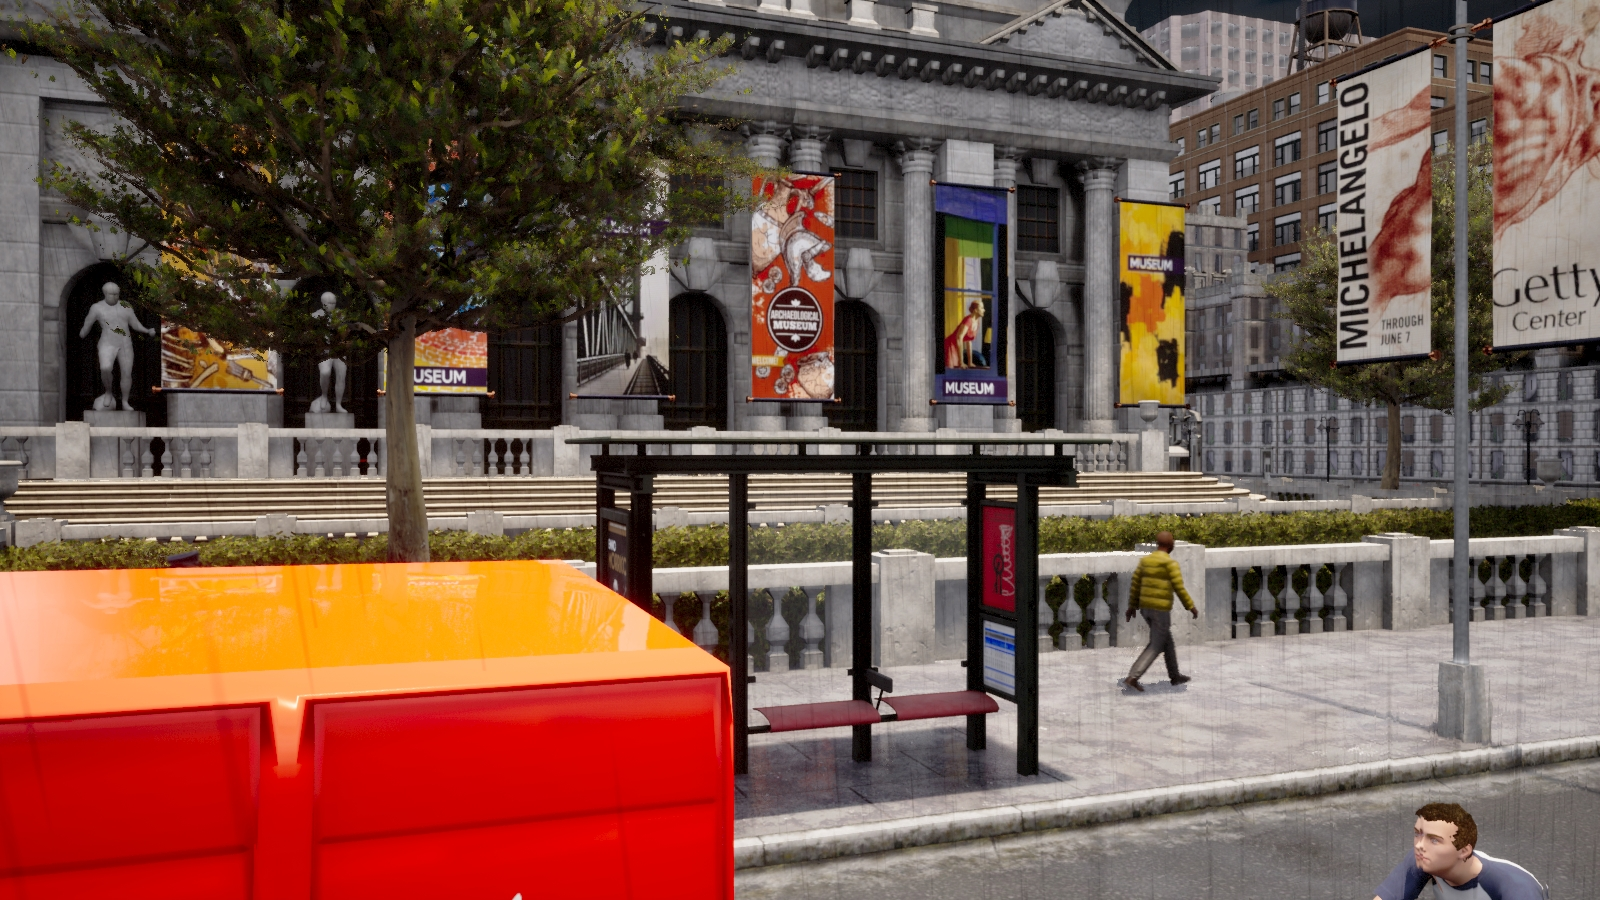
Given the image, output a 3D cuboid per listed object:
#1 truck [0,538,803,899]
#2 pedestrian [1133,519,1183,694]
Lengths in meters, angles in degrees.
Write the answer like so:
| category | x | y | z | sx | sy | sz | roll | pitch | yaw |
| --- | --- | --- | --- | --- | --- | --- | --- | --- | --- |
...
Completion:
| category | x | y | z | sx | sy | sz | roll | pitch | yaw |
| --- | --- | --- | --- | --- | --- | --- | --- | --- | --- |
| truck | -2.888 | 1.568 | 2.235 | 5.204 | 2.467 | 2.627 | 0 | 0 | -20 |
| pedestrian | 3.939 | 1.700 | 12.574 | 0.375 | 1.860 | 0.375 | 0 | 0 | -25 |
